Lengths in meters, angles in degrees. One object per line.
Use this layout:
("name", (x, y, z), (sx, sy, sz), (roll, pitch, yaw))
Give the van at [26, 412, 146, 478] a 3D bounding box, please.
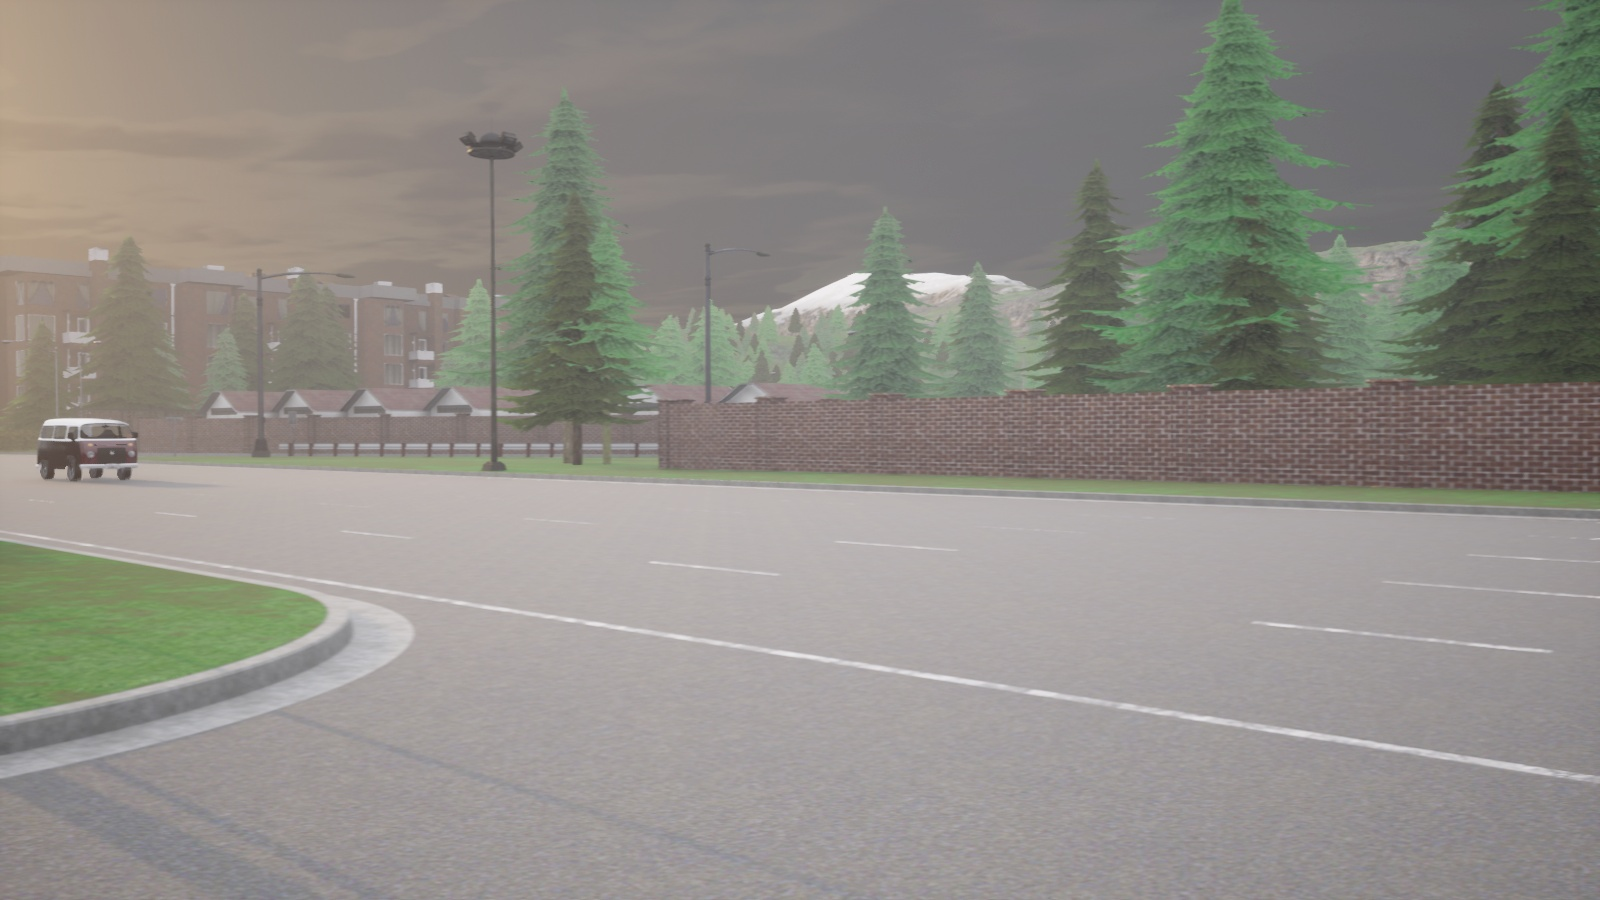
("van", (-23.376, -0.204, 41.040), (4.480, 2.038, 2.069), (1, 1, 42))
